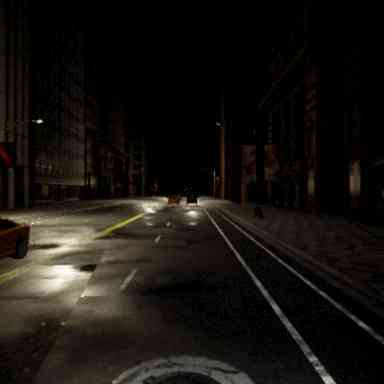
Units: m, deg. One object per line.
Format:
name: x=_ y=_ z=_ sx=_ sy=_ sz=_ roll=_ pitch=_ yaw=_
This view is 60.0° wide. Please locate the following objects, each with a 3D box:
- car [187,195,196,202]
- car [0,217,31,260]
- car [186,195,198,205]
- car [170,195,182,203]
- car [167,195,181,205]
car: x=-0.023 y=1.372 z=69.247 sx=1.812 sy=1.442 sz=4.674 roll=0 pitch=0 yaw=0
car: x=-6.585 y=1.468 z=9.640 sx=1.882 sy=1.535 sz=5.008 roll=0 pitch=0 yaw=0
car: x=-0.020 y=1.478 z=58.828 sx=1.882 sy=1.535 sz=5.008 roll=0 pitch=0 yaw=0
car: x=-3.273 y=1.373 z=69.246 sx=2.128 sy=1.511 sz=4.902 roll=0 pitch=0 yaw=0
car: x=-3.270 y=1.478 z=58.827 sx=1.882 sy=1.535 sz=5.008 roll=0 pitch=0 yaw=0
